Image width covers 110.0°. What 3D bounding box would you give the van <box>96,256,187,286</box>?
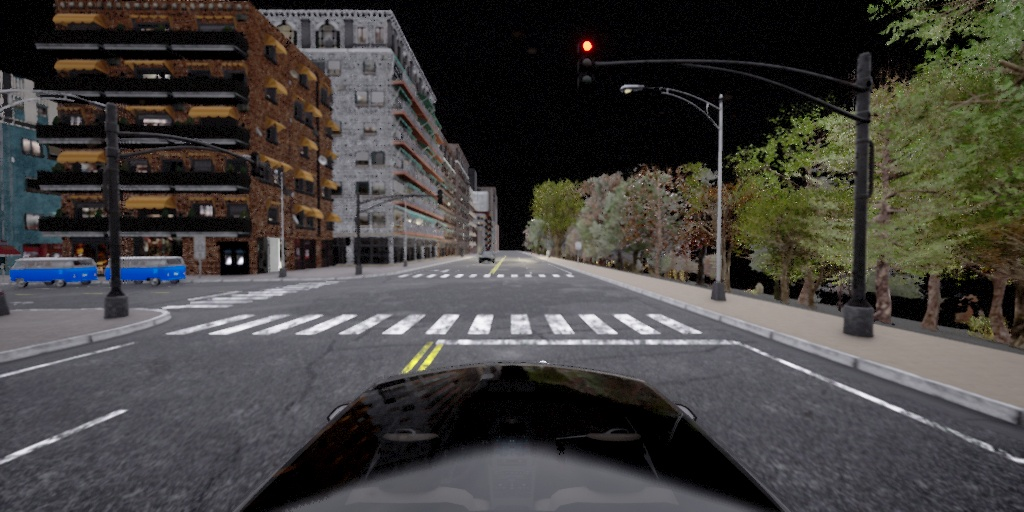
[{"bbox_3d":[-22.753,0.913,22.329,3.998,1.789,1.690,0,0,-1],"label":"van"}]

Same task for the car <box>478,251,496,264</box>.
[{"bbox_3d":[-3.327,0.089,48.098,2.097,1.767,4.553,0,1,0],"label":"car"}]

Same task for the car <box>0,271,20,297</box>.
[{"bbox_3d":[-22.652,1.363,13.985,4.207,1.307,1.802,0,0,-1],"label":"car"}]

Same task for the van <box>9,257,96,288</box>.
[{"bbox_3d":[-28.355,0.988,22.244,3.998,1.789,1.690,0,0,-1],"label":"van"}]
